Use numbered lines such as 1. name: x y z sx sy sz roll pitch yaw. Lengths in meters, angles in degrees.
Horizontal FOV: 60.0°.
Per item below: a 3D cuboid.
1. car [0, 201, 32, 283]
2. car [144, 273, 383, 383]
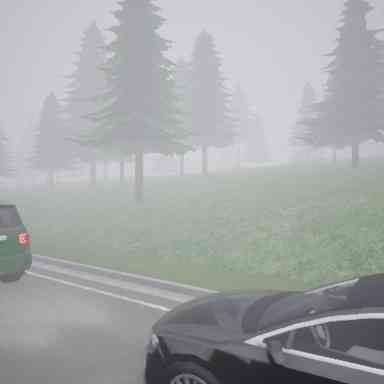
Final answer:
1. car: -6.324 1.221 8.468 5.566 2.045 2.150 0 0 36
2. car: 1.738 1.490 2.753 4.902 1.511 2.128 0 0 36
